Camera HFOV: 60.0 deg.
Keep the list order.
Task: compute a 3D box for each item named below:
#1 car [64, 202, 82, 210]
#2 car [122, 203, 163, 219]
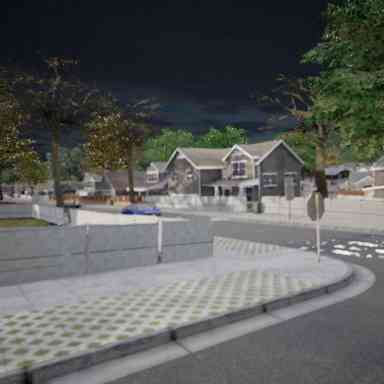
[{"bbox_3d":[-17.008,2.031,46.897,1.895,1.301,4.718,-3,1,-35],"label":"car"},{"bbox_3d":[-4.341,1.709,28.653,1.882,1.535,5.008,-3,2,-35],"label":"car"}]
